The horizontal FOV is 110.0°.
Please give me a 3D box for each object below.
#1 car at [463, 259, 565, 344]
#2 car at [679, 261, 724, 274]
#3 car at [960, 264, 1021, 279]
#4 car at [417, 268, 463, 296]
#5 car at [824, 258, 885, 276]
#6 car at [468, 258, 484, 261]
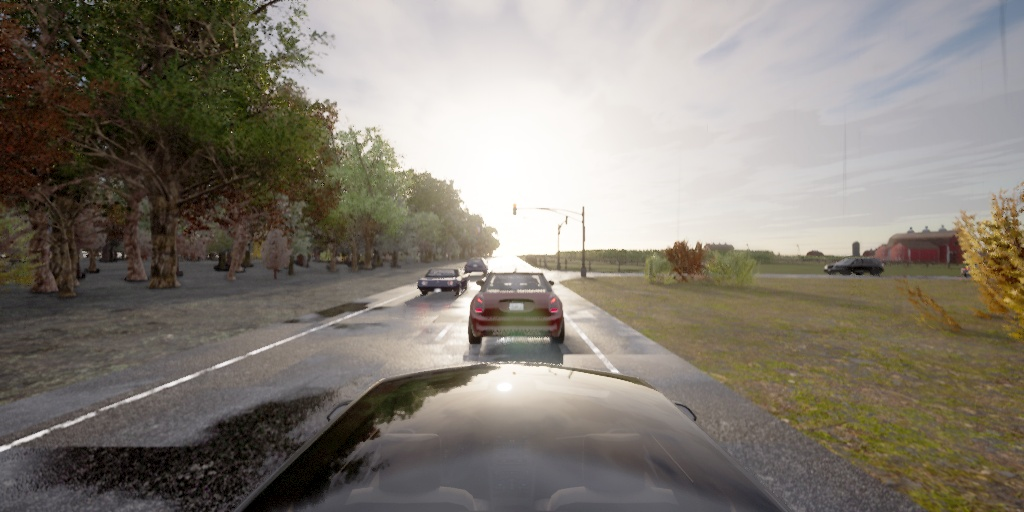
[{"bbox_3d":[0.095,1.062,9.579,2.097,1.767,4.553,0,0,0],"label":"car"},{"bbox_3d":[21.699,1.313,40.835,5.008,1.535,1.882,1,-1,0],"label":"car"},{"bbox_3d":[49.622,1.592,37.121,4.902,1.511,2.128,1,-1,0],"label":"car"},{"bbox_3d":[-3.406,1.264,18.660,1.895,1.301,4.718,0,0,0],"label":"car"},{"bbox_3d":[38.857,1.241,40.761,5.566,2.045,2.150,0,-1,0],"label":"car"},{"bbox_3d":[-3.415,0.927,35.408,2.097,1.767,4.553,0,0,0],"label":"car"}]
